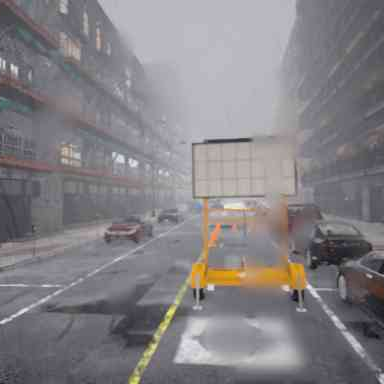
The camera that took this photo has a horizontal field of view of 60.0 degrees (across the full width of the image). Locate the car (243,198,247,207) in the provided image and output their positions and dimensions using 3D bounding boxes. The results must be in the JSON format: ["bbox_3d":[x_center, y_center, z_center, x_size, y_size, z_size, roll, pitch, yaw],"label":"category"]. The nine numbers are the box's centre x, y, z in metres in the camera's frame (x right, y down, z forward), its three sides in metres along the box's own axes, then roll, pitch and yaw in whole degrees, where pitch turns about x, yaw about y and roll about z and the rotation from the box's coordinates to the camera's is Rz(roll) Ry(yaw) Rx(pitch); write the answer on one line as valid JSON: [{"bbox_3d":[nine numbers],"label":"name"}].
[{"bbox_3d":[10.874,1.911,61.517,1.967,1.590,4.097,-1,-1,7],"label":"car"}]

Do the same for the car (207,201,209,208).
[{"bbox_3d":[1.128,2.124,51.392,1.887,1.381,4.507,-1,-1,7],"label":"car"}]

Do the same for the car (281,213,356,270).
[{"bbox_3d":[4.376,1.585,10.895,2.008,1.369,4.403,-1,-1,7],"label":"car"}]

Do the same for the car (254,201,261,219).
[{"bbox_3d":[6.542,1.728,27.769,1.887,1.381,4.507,-1,-1,7],"label":"car"}]

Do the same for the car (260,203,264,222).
[{"bbox_3d":[5.841,1.661,22.313,1.752,1.417,4.829,-1,-1,7],"label":"car"}]

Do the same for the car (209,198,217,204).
[{"bbox_3d":[5.440,2.378,84.974,1.752,1.417,4.829,0,-1,7],"label":"car"}]

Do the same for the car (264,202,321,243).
[{"bbox_3d":[5.095,1.399,16.522,2.192,1.841,5.009,-1,-1,7],"label":"car"}]

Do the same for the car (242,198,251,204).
[{"bbox_3d":[13.763,2.196,84.013,1.887,1.381,4.507,-1,-1,7],"label":"car"}]

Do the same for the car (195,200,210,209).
[{"bbox_3d":[1.851,2.177,57.018,2.008,1.369,4.403,-1,-1,7],"label":"car"}]

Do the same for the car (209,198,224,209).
[{"bbox_3d":[4.109,1.888,53.625,2.097,1.767,4.553,-1,-1,7],"label":"car"}]

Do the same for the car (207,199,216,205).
[{"bbox_3d":[4.740,2.375,79.518,1.947,1.339,4.313,0,-1,7],"label":"car"}]

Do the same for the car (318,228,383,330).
[{"bbox_3d":[3.653,1.534,5.270,2.008,1.369,4.403,-1,-1,7],"label":"car"}]

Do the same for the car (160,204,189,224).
[{"bbox_3d":[-1.760,1.951,28.892,1.947,1.339,4.313,-1,-1,7],"label":"car"}]

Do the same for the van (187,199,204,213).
[{"bbox_3d":[0.405,1.873,45.770,1.690,1.788,3.998,-1,-1,7],"label":"van"}]

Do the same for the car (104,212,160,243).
[{"bbox_3d":[-3.205,1.868,17.641,1.802,1.307,4.206,-1,-1,7],"label":"car"}]

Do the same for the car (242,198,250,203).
[{"bbox_3d":[14.485,2.247,89.637,2.008,1.369,4.403,-1,-1,7],"label":"car"}]

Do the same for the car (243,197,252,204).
[{"bbox_3d":[13.040,2.047,78.389,1.967,1.590,4.097,-1,-1,7],"label":"car"}]

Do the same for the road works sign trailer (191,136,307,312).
[{"bbox_3d":[1.240,0.533,7.887,2.380,3.560,2.880,-1,-1,7],"label":"road works sign trailer"}]

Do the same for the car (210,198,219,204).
[{"bbox_3d":[6.183,2.449,90.767,2.008,1.369,4.403,0,-1,7],"label":"car"}]

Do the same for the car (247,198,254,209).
[{"bbox_3d":[8.730,1.856,44.811,1.752,1.417,4.829,-1,-1,7],"label":"car"}]

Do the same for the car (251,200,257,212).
[{"bbox_3d":[7.264,1.777,33.393,1.887,1.381,4.507,-1,-1,7],"label":"car"}]
